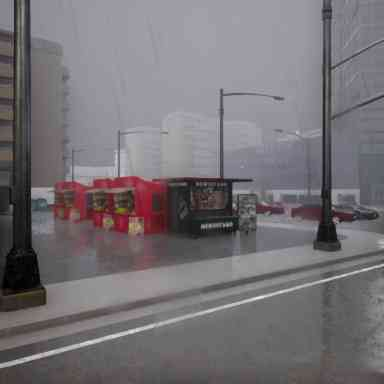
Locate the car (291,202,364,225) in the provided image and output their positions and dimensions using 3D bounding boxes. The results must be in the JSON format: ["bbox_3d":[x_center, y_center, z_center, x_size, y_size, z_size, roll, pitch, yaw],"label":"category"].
[{"bbox_3d":[9.992,1.572,25.427,1.882,1.535,5.008,0,-1,-37],"label":"car"}]

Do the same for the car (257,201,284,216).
[{"bbox_3d":[7.381,1.677,35.006,1.882,1.535,5.008,0,-1,-36],"label":"car"}]

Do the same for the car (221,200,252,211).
[{"bbox_3d":[6.422,1.892,48.607,1.812,1.442,4.674,0,-1,-36],"label":"car"}]

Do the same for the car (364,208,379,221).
[{"bbox_3d":[12.957,1.659,27.308,1.994,1.385,4.181,0,-1,-36],"label":"car"}]

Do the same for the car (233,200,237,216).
[{"bbox_3d":[3.809,1.743,33.976,1.812,1.442,4.674,0,-1,-36],"label":"car"}]
